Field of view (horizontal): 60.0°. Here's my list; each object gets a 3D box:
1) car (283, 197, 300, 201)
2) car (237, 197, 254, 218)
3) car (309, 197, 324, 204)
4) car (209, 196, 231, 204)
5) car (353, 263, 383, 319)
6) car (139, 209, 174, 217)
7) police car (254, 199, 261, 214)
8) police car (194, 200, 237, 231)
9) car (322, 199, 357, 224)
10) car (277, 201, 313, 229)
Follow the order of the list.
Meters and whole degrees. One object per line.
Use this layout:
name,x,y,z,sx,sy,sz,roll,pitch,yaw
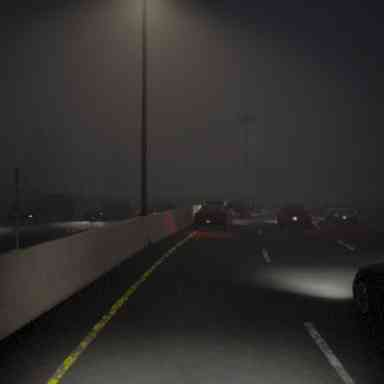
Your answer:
car,15.537,1.511,51.528,1.812,1.442,4.674,0,0,36
car,4.059,1.482,29.964,1.837,1.490,4.892,0,0,19
car,23.674,1.601,62.088,1.895,1.301,4.718,0,0,42
car,5.220,1.448,60.870,1.837,1.490,4.892,0,0,34
car,3.877,1.532,4.413,1.812,1.442,4.674,0,0,3
car,-2.771,1.507,28.092,2.033,1.411,5.357,0,0,16
police car,6.108,1.402,35.454,1.930,1.638,5.238,0,0,22
police car,1.459,1.406,20.857,1.930,1.638,5.238,0,0,13
car,11.177,1.529,25.130,1.812,1.442,4.674,0,0,17
car,6.620,1.558,21.745,1.994,1.385,4.181,0,0,14
